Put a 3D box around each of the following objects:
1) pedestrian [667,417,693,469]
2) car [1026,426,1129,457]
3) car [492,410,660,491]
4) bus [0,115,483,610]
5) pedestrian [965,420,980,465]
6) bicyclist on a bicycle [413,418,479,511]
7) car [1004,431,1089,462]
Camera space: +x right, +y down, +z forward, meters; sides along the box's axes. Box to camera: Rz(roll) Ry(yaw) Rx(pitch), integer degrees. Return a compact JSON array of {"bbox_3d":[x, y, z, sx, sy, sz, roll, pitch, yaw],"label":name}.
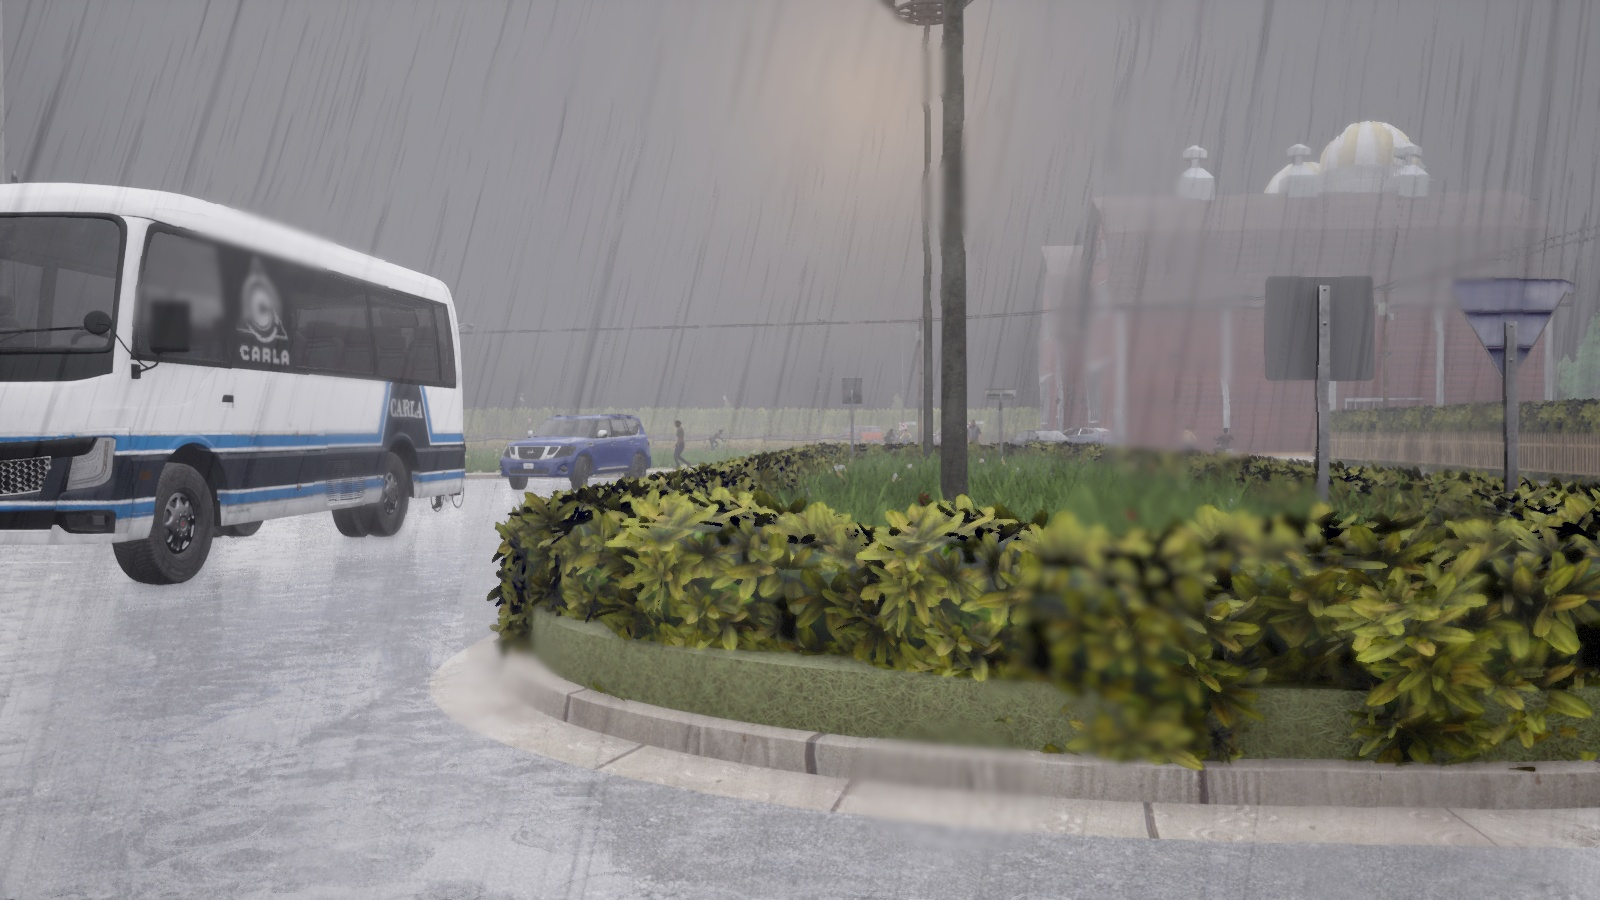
[{"bbox_3d":[-4.238,-0.244,44.308,0.869,1.805,0.328,0,1,-12],"label":"pedestrian"},{"bbox_3d":[15.111,-0.494,68.445,5.027,1.651,2.152,1,1,38],"label":"car"},{"bbox_3d":[-6.077,-0.036,34.912,2.150,2.045,5.566,1,1,19],"label":"car"},{"bbox_3d":[-7.655,-0.836,16.062,3.944,4.253,10.273,0,1,4],"label":"bus"},{"bbox_3d":[7.146,-0.323,51.936,0.540,1.848,0.694,0,1,13],"label":"pedestrian"},{"bbox_3d":[-6.991,0.272,24.884,0.659,1.776,1.843,0,1,5],"label":"bicyclist on a bicycle"},{"bbox_3d":[12.286,-0.201,62.895,2.163,1.488,4.792,0,1,-18],"label":"car"}]
